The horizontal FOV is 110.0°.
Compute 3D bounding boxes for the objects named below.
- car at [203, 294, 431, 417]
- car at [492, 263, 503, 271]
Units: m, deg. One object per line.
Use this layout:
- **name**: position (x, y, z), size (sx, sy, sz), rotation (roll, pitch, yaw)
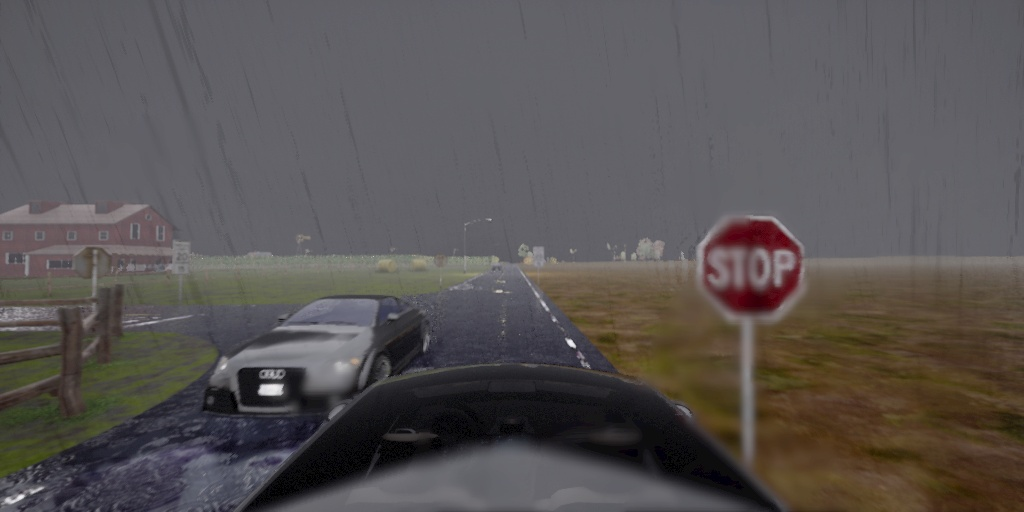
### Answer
- **car**: position (-2.738, 1.359, 6.084), size (1.994, 1.385, 4.181), rotation (0, -1, 0)
- **car**: position (-2.607, 1.957, 63.690), size (2.033, 1.411, 5.357), rotation (0, -1, 0)
